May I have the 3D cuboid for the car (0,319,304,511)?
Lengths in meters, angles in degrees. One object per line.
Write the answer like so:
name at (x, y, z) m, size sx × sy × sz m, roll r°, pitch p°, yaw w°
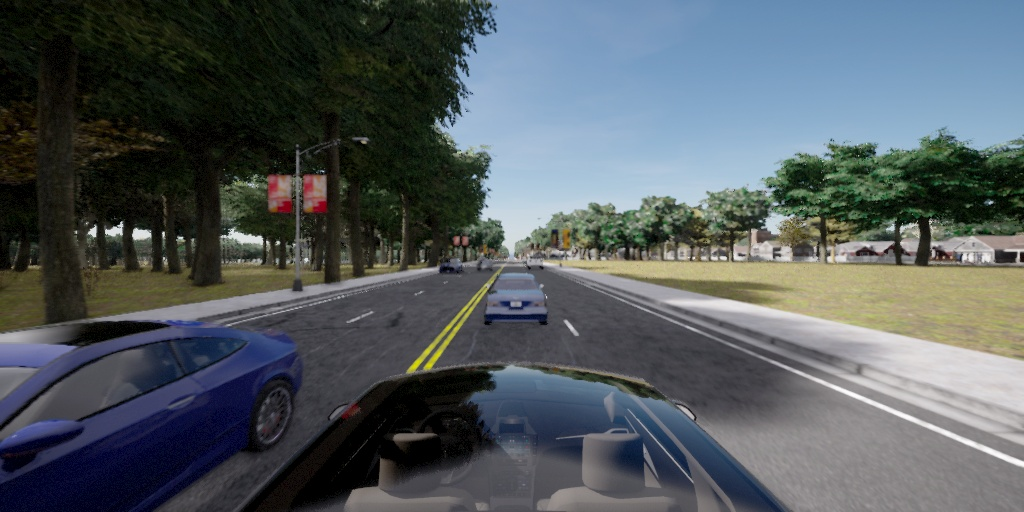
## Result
car at (-3.350, 1.274, 2.424) m, size 1.812 × 1.442 × 4.674 m, roll 0°, pitch 0°, yaw 0°

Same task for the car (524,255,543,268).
car at (3.357, 0.864, 52.856) m, size 2.150 × 2.045 × 5.566 m, roll 0°, pitch 0°, yaw 0°

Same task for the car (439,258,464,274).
car at (-6.585, 1.016, 39.180) m, size 2.097 × 1.767 × 4.553 m, roll 0°, pitch 0°, yaw 0°

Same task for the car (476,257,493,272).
car at (-3.330, 1.146, 44.526) m, size 2.128 × 1.511 × 4.902 m, roll 0°, pitch 0°, yaw 0°

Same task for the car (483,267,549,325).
car at (0.101, 1.270, 11.681) m, size 2.033 × 1.411 × 5.357 m, roll 0°, pitch 0°, yaw 0°
